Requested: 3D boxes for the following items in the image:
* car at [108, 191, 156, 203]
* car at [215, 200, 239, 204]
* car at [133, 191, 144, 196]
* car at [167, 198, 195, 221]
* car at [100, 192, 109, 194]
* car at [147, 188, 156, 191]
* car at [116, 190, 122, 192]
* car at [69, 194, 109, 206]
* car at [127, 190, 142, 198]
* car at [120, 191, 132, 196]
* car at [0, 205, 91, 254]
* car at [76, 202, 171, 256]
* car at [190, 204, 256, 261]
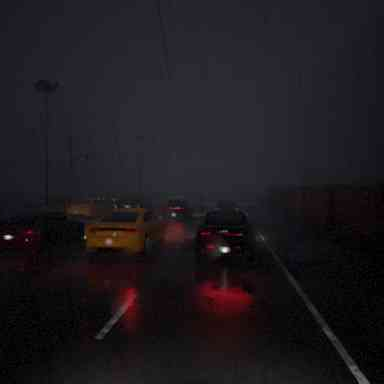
[{"bbox_3d":[-4.388,1.076,25.423,2.097,1.767,4.553,0,1,6],"label":"car"},{"bbox_3d":[2.599,1.297,24.928,1.994,1.385,4.181,0,1,6],"label":"car"},{"bbox_3d":[-14.792,0.407,91.667,1.994,1.385,4.181,0,1,7],"label":"car"},{"bbox_3d":[-0.974,1.241,24.403,1.837,1.490,4.892,0,1,6],"label":"car"},{"bbox_3d":[-20.073,0.687,76.470,1.994,1.385,4.181,0,1,6],"label":"car"},{"bbox_3d":[-11.312,0.086,91.280,2.150,2.045,5.566,0,1,7],"label":"car"},{"bbox_3d":[-16.592,0.496,76.103,2.097,1.767,4.553,0,1,6],"label":"car"},{"bbox_3d":[-7.871,1.195,25.769,1.882,1.535,5.008,0,1,6],"label":"car"},{"bbox_3d":[-13.114,0.502,75.710,2.097,1.767,4.553,0,1,6],"label":"car"},{"bbox_3d":[-18.269,0.401,92.063,1.994,1.385,4.181,0,1,7],"label":"car"},{"bbox_3d":[-5.742,1.421,12.823,1.994,1.385,4.181,0,1,6],"label":"car"},{"bbox_3d":[-2.252,1.340,12.548,1.882,1.535,5.008,0,0,6],"label":"car"},{"bbox_3d":[1.180,1.375,11.749,1.837,1.490,4.892,0,0,6],"label":"car"}]
